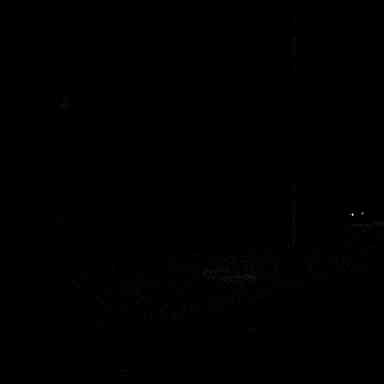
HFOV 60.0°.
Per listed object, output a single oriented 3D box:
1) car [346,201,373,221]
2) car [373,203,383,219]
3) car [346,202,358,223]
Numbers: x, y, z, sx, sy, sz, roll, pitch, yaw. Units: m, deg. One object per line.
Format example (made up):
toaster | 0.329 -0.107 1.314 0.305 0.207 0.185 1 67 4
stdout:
car | 10.885 1.209 26.595 2.150 2.045 5.566 0 0 -35
car | 15.885 1.580 29.030 1.947 1.339 4.313 0 0 -35
car | 9.347 1.540 24.374 1.947 1.339 4.313 0 0 -35
